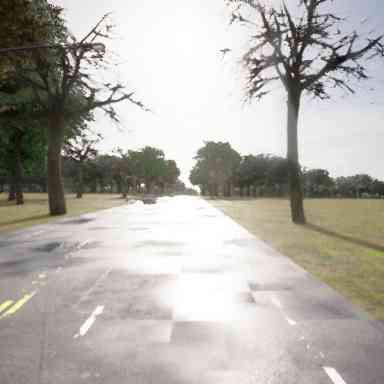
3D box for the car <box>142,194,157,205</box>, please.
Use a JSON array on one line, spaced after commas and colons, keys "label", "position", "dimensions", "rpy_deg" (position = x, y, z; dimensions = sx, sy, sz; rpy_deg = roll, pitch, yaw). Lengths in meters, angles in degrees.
[{"label": "car", "position": [-7.259, 1.215, 57.185], "dimensions": [2.097, 1.767, 4.553], "rpy_deg": [0, 0, 0]}]
